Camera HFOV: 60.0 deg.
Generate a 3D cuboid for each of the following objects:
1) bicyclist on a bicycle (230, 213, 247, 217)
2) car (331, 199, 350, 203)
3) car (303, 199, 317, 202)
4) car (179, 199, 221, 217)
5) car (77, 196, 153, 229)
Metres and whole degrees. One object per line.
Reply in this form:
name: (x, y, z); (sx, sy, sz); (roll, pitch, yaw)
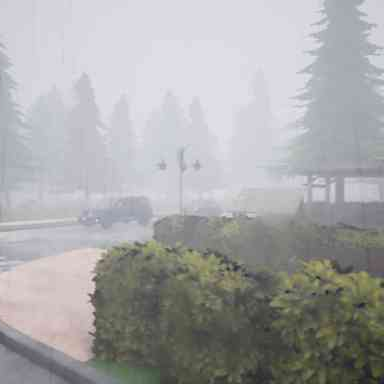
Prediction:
bicyclist on a bicycle: (3.098, 1.422, 21.718); (1.656, 1.620, 0.582); (0, 0, 36)
car: (22.814, 1.681, 50.312); (4.181, 1.385, 1.994); (0, 0, -41)
car: (15.508, 1.636, 43.298); (4.674, 1.442, 1.812); (0, 0, -44)
car: (0.823, 1.444, 31.248); (2.097, 1.767, 4.553); (0, 0, 37)
car: (-5.138, 1.313, 23.049); (2.150, 2.045, 5.566); (0, 0, 36)
